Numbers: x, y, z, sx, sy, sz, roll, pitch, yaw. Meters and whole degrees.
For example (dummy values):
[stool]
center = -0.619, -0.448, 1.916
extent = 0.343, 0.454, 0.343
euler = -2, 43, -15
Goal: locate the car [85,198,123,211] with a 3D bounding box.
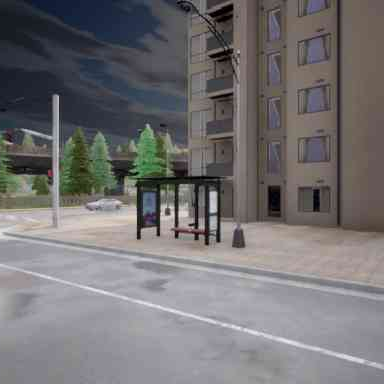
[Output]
[car]
center = -10.274, 1.470, 39.107
extent = 1.812, 1.442, 4.674
euler = 0, 0, 38
